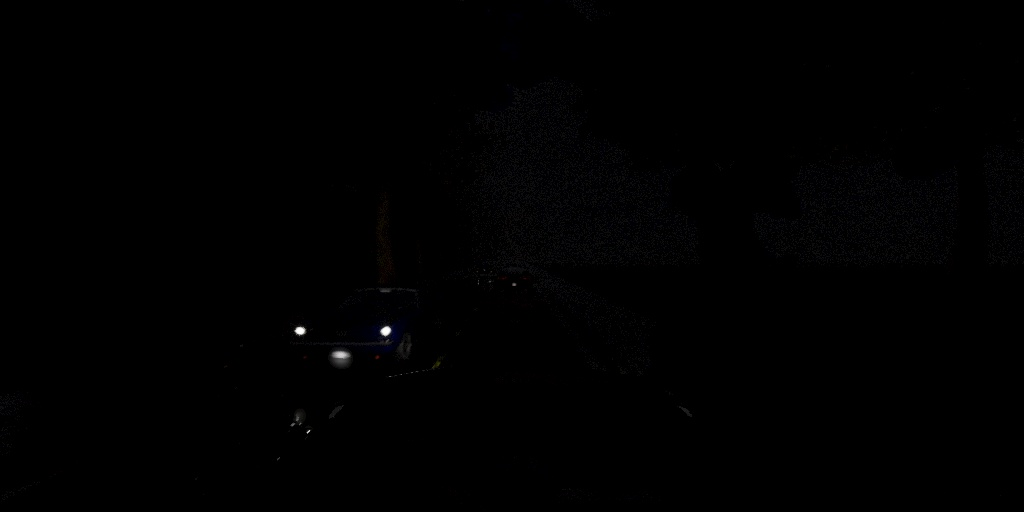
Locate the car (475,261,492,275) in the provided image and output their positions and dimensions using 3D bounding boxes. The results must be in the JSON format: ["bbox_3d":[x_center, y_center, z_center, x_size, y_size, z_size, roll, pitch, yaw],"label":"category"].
[{"bbox_3d":[-2.840,1.263,38.675,1.994,1.385,4.181,0,0,0],"label":"car"}]

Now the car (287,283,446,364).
[{"bbox_3d":[-2.841,1.340,8.172,1.895,1.301,4.718,0,0,0],"label":"car"}]

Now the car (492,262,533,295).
[{"bbox_3d":[0.103,1.200,19.630,1.882,1.535,5.008,0,0,0],"label":"car"}]
